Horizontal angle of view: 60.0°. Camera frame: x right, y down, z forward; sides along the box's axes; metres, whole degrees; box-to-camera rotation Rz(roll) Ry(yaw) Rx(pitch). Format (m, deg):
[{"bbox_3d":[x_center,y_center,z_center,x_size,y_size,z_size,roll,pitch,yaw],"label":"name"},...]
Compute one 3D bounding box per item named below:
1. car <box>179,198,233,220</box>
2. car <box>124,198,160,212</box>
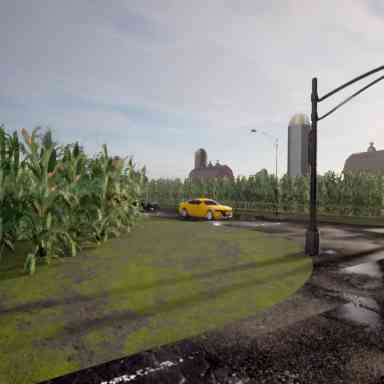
[{"bbox_3d":[1.012,1.278,25.998,1.882,1.535,5.008,2,0,-38],"label":"car"},{"bbox_3d":[-5.176,1.321,33.931,1.895,1.301,4.718,2,0,-38],"label":"car"}]
